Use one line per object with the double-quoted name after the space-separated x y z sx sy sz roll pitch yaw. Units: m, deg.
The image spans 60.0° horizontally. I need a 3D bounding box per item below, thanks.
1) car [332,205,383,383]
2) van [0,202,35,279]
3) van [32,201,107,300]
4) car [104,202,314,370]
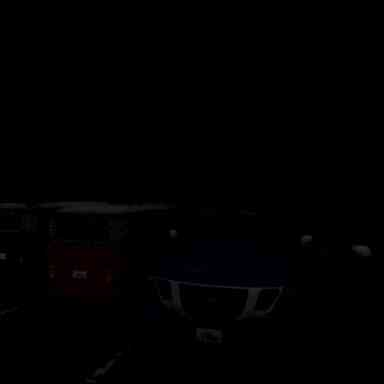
3.338 1.235 4.533 2.435 2.045 5.566 1 -1 16 "car"
-3.855 1.267 9.837 1.878 1.987 4.442 0 -1 16 "van"
-1.448 1.265 8.116 1.878 1.987 4.442 0 -1 16 "van"
0.931 1.237 6.255 2.435 2.045 5.566 1 -1 16 "car"
